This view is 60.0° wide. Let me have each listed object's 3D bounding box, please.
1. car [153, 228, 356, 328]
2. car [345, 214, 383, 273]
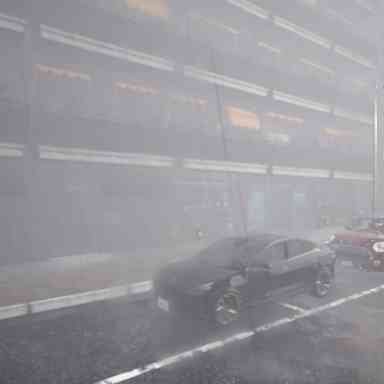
[{"bbox_3d":[1.284,1.564,7.003,4.313,1.339,1.947,0,1,-35],"label":"car"},{"bbox_3d":[5.881,1.436,10.281,4.097,1.590,1.967,0,1,-35],"label":"car"}]
